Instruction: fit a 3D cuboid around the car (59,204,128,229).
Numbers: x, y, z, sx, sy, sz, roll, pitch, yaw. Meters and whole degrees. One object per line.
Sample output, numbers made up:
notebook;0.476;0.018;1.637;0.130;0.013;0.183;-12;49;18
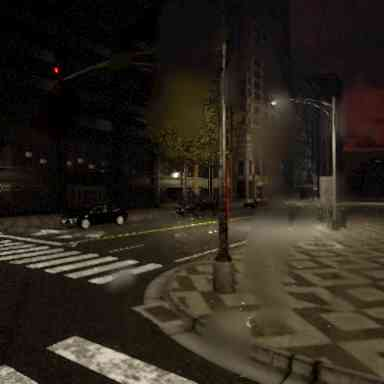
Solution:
car;-6.524;1.591;22.474;1.837;1.490;4.892;0;0;36

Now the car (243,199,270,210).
car;8.421;1.605;43.341;1.895;1.301;4.718;0;0;36

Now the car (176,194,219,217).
car;0.740;1.264;32.642;2.150;2.045;5.566;0;0;35
